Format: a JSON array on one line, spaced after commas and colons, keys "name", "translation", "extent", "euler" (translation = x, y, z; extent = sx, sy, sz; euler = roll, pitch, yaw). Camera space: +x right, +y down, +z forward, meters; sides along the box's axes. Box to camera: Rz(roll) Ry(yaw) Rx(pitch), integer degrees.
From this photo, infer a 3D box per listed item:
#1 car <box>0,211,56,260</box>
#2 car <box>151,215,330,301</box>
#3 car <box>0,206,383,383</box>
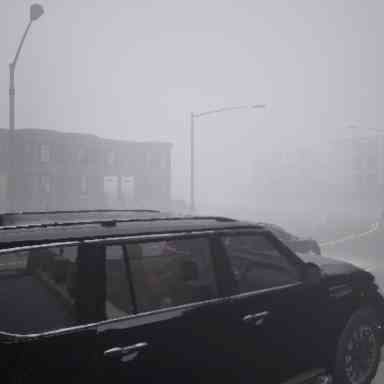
[{"name": "car", "translation": [-7.488, 1.505, 11.434], "extent": [4.892, 1.490, 1.837], "euler": [0, 0, -36]}, {"name": "car", "translation": [1.507, 1.505, 9.015], "extent": [4.892, 1.490, 1.837], "euler": [0, 0, -36]}, {"name": "car", "translation": [-0.165, 1.220, 3.506], "extent": [5.566, 2.045, 2.150], "euler": [0, 0, -35]}]
